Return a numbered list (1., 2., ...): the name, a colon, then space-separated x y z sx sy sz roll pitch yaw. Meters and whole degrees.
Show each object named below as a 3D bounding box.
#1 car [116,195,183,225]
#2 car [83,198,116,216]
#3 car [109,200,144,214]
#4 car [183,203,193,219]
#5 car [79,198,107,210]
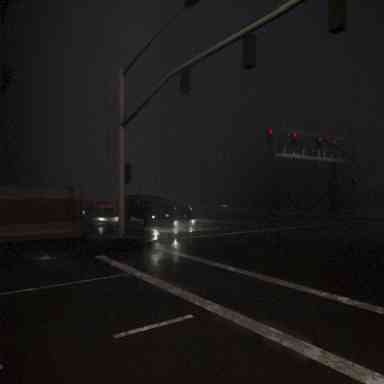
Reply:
1. car: -3.282 1.222 24.587 2.150 2.045 5.566 0 0 -36
2. car: -9.045 1.478 32.612 1.882 1.535 5.008 0 0 -36
3. car: -7.111 1.601 35.918 1.895 1.301 4.718 0 0 -36
4. car: -1.867 1.352 28.620 2.097 1.767 4.553 0 0 -36
5. car: -13.315 1.547 44.569 2.033 1.411 5.357 0 0 -36
